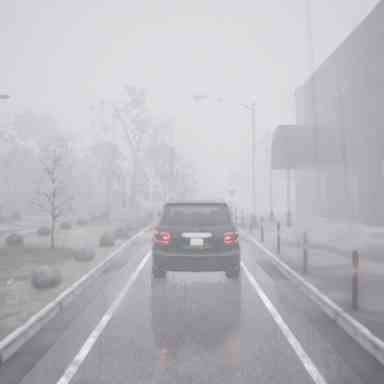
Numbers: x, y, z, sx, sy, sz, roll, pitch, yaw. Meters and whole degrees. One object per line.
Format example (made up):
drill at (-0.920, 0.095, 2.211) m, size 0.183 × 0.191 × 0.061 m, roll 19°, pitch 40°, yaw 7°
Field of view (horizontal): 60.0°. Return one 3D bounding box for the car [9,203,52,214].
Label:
car at (-19.953, 2.032, 41.116) m, size 4.718 × 1.301 × 1.895 m, roll 1°, pitch -2°, yaw -37°

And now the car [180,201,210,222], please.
car at (0.377, 1.550, 27.656) m, size 2.128 × 1.511 × 4.902 m, roll 0°, pitch -1°, yaw 5°

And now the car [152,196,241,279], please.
car at (0.099, 1.159, 9.957) m, size 2.150 × 2.045 × 5.566 m, roll 0°, pitch 1°, yaw 0°
